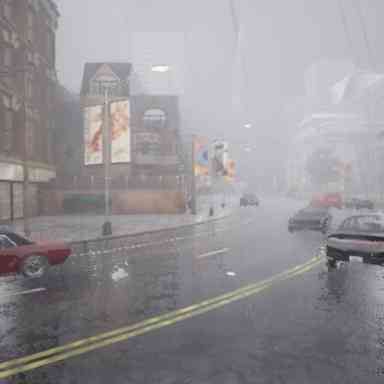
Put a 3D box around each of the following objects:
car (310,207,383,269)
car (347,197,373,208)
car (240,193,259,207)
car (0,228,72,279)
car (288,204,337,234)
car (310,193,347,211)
[{"bbox_3d":[5.606,1.451,10.212,2.128,1.511,4.902,0,0,38],"label":"car"},{"bbox_3d":[19.207,1.362,38.696,1.837,1.490,4.892,0,0,3],"label":"car"},{"bbox_3d":[8.708,1.243,50.773,2.150,2.045,5.566,-1,0,-1],"label":"car"},{"bbox_3d":[-5.753,1.662,8.564,4.718,1.301,1.895,0,0,-39],"label":"car"},{"bbox_3d":[6.697,1.557,18.525,1.895,1.301,4.718,-1,0,27],"label":"car"},{"bbox_3d":[15.845,1.105,39.554,2.150,2.045,5.566,0,-1,1],"label":"car"}]
